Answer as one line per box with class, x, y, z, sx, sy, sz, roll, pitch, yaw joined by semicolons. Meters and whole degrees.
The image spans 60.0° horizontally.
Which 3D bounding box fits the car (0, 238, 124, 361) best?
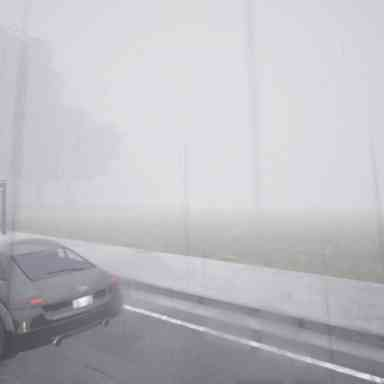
car;-3.207;1.547;5.971;4.181;1.385;1.994;0;0;35
